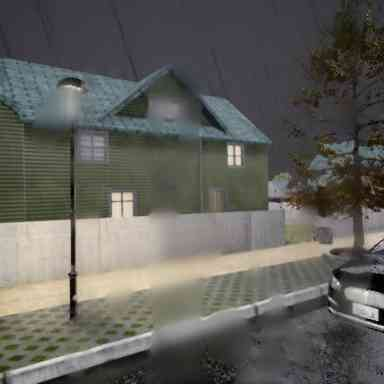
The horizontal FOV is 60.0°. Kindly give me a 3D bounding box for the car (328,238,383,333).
[{"bbox_3d":[4.533,1.484,6.283,4.902,1.511,2.128,0,0,-35],"label":"car"}]
